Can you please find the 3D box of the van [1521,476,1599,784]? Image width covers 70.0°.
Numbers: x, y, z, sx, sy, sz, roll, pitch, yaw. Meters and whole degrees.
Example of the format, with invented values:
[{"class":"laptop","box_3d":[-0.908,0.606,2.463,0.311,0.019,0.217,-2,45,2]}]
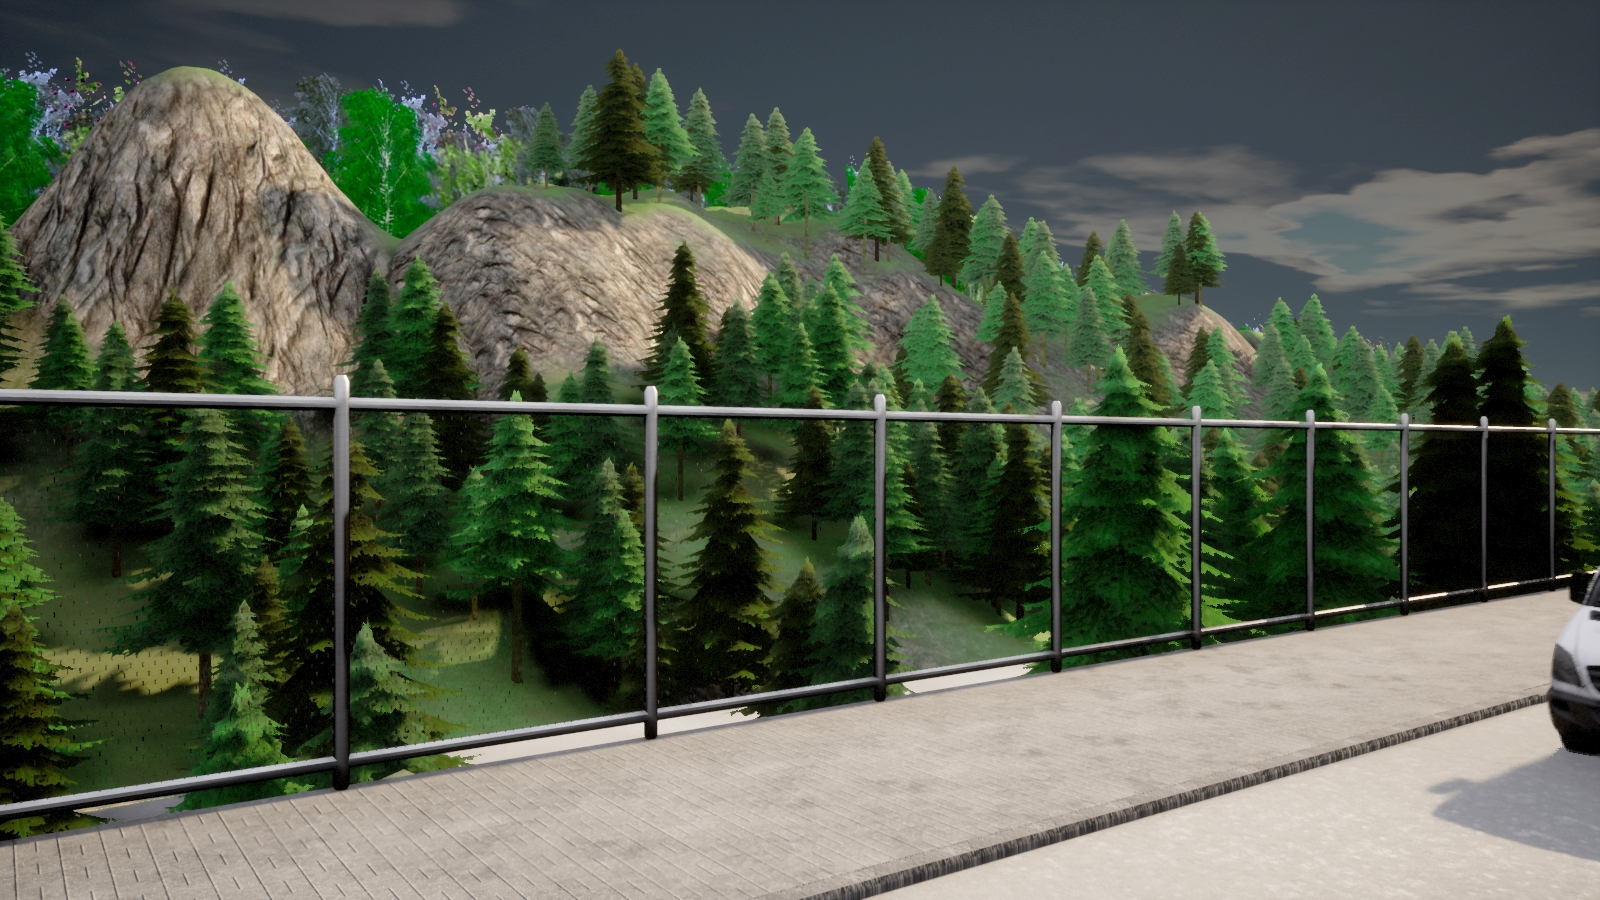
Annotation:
[{"class":"van","box_3d":[9.369,1.534,11.010,5.915,2.561,1.988,0,0,-35]}]
